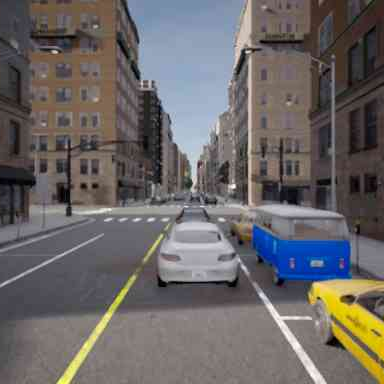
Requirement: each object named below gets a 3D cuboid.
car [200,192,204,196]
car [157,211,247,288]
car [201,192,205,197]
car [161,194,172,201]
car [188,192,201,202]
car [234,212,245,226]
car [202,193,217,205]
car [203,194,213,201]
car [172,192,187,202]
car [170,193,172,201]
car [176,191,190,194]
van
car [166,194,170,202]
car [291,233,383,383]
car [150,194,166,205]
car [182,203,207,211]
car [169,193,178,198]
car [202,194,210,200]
[{"bbox_3d":[3.136,1.178,63.372,2.008,1.369,4.403,1,0,1],"label":"car"},{"bbox_3d":[0.097,1.473,8.967,1.812,1.442,4.674,0,0,-1],"label":"car"},{"bbox_3d":[3.066,1.205,57.842,1.887,1.381,4.507,1,0,1],"label":"car"},{"bbox_3d":[-5.317,1.139,69.003,1.887,1.381,4.507,1,0,1],"label":"car"},{"bbox_3d":[0.575,1.147,64.419,1.812,1.442,4.674,0,0,1],"label":"car"},{"bbox_3d":[2.677,1.439,14.819,1.752,1.417,4.829,1,0,0],"label":"car"},{"bbox_3d":[2.994,1.260,52.312,1.947,1.339,4.313,1,0,1],"label":"car"},{"bbox_3d":[3.208,1.139,68.902,1.887,1.381,4.507,1,0,1],"label":"car"},{"bbox_3d":[-2.532,1.180,65.280,1.994,1.385,4.181,0,0,1],"label":"car"},{"bbox_3d":[-5.388,1.179,63.475,2.008,1.369,4.403,1,0,1],"label":"car"},{"bbox_3d":[-2.316,1.047,80.755,2.128,1.511,4.902,0,0,1],"label":"car"},{"bbox_3d":[2.679,1.289,8.974,1.690,1.788,3.998,1,0,0],"label":"van"},{"bbox_3d":[-5.460,1.227,57.946,1.947,1.339,4.313,1,0,1],"label":"car"},{"bbox_3d":[2.676,1.504,3.472,1.752,1.417,4.829,1,0,0],"label":"car"},{"bbox_3d":[-5.531,1.276,52.418,1.802,1.307,4.206,1,0,1],"label":"car"},{"bbox_3d":[0.093,1.464,17.157,1.994,1.385,4.181,0,0,0],"label":"car"},{"bbox_3d":[-5.033,1.025,91.119,1.947,1.339,4.313,1,0,1],"label":"car"},{"bbox_3d":[3.350,1.092,79.963,1.947,1.339,4.313,1,0,1],"label":"car"}]
